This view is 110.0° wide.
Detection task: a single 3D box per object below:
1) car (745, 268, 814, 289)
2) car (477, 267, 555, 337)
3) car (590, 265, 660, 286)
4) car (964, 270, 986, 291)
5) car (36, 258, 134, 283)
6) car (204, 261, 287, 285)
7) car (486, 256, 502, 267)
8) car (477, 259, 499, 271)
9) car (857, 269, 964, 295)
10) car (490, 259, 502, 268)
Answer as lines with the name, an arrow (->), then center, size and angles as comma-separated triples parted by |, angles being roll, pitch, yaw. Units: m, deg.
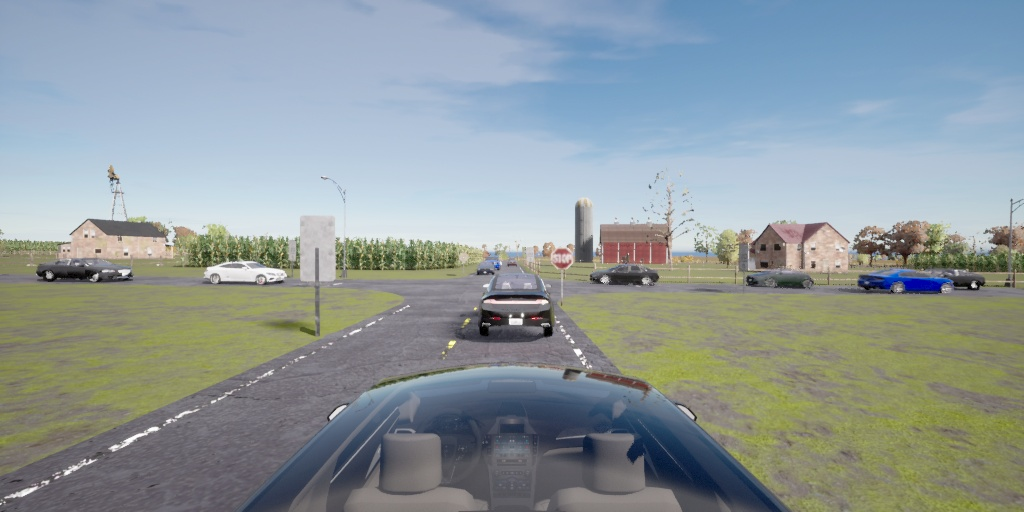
car -> 19.421, 1.596, 26.200 | 4.181, 1.385, 1.994 | 1, 1, 0
car -> 0.143, 1.241, 10.343 | 2.128, 1.511, 4.902 | 0, 0, 1
car -> 8.296, 1.378, 26.539 | 4.892, 1.490, 1.837 | 1, 1, 5
car -> 31.395, 1.686, 26.238 | 4.902, 1.511, 2.128 | 1, 1, 0
car -> -27.378, 0.880, 23.097 | 4.902, 1.511, 2.128 | 1, 1, 0
car -> -17.134, 1.067, 23.128 | 4.674, 1.442, 1.812 | 1, 1, 0
car -> -2.832, 1.001, 51.046 | 2.150, 2.045, 5.566 | 0, 0, 0
car -> -2.818, 1.316, 39.631 | 2.033, 1.411, 5.357 | 0, 0, -1
car -> 25.486, 1.623, 23.270 | 5.008, 1.535, 1.882 | 1, 1, 0
car -> -2.803, 1.327, 63.541 | 1.812, 1.442, 4.674 | 0, 0, 1
